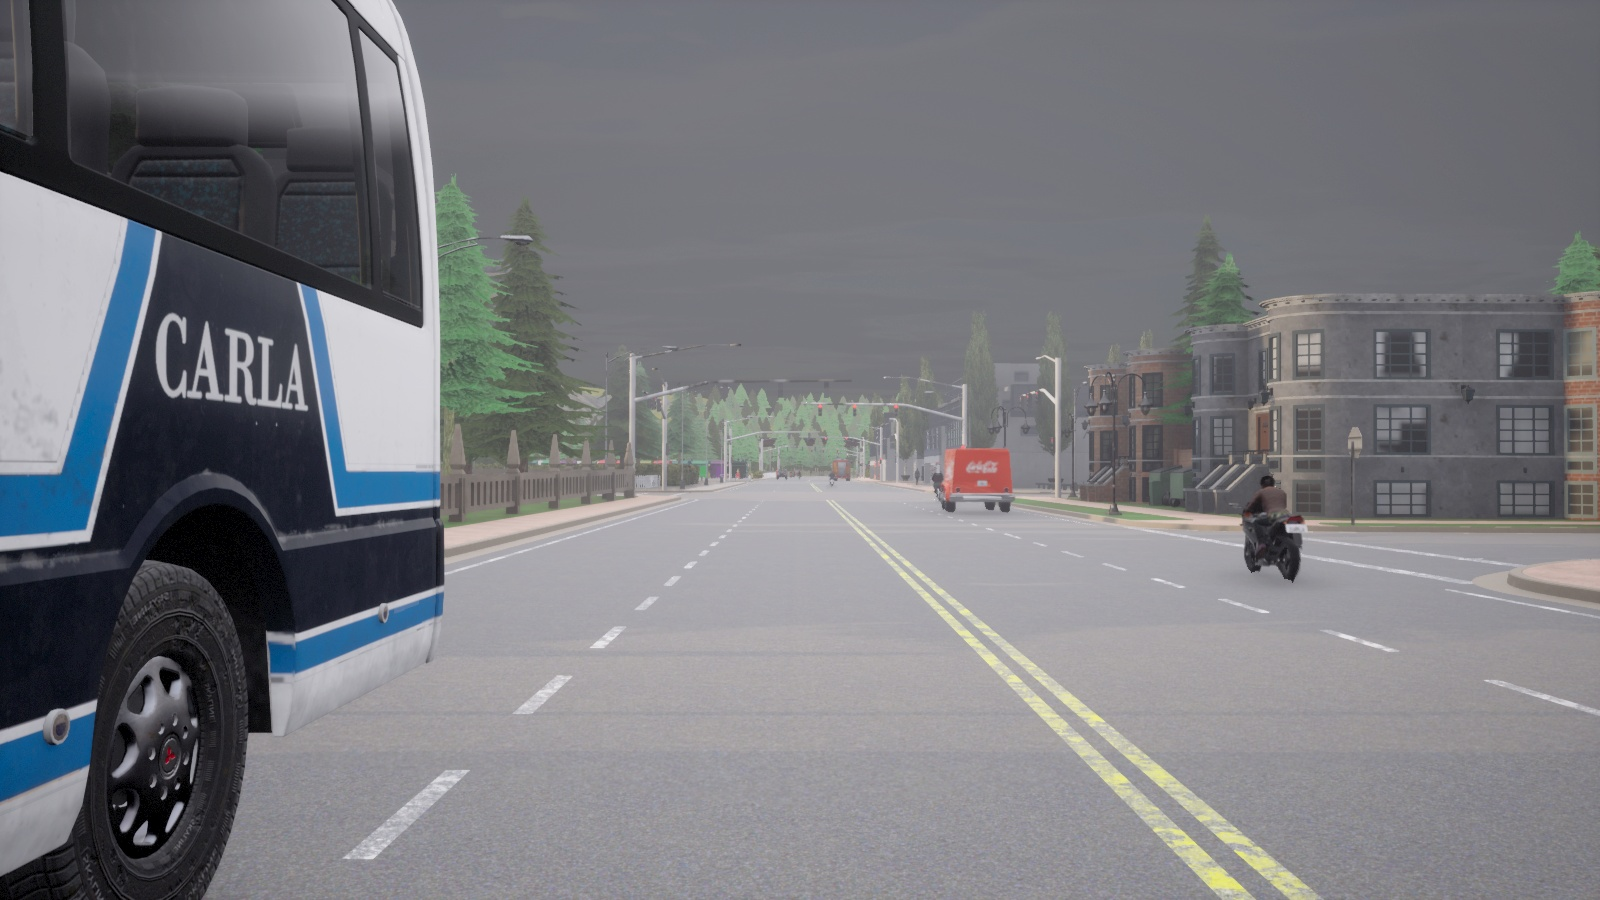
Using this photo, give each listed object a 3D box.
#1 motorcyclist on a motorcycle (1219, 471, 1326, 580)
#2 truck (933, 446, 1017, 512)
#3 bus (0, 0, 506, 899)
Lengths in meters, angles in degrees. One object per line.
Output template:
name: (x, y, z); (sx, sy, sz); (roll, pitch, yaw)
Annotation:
motorcyclist on a motorcycle: (6.958, 1.080, 18.620); (0.797, 1.523, 2.044); (0, -1, 0)
truck: (6.884, 1.138, 50.028); (2.627, 2.467, 5.204); (0, -1, 0)
bus: (-3.508, -0.523, 1.472); (3.944, 4.253, 10.273); (0, -1, 0)
